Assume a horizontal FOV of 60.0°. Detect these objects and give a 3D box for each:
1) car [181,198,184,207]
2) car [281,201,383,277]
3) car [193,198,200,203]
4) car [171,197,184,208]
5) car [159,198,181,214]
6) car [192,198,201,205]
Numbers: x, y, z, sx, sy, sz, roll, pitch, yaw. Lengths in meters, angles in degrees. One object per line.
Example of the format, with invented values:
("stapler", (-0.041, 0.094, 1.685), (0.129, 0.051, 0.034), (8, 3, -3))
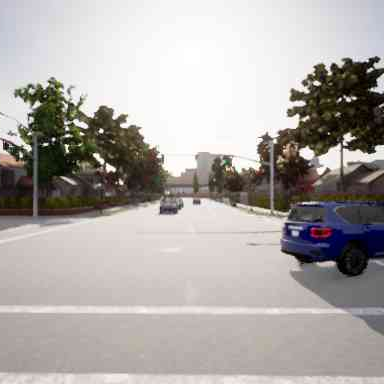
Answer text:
("car", (-2.715, 1.987, 50.530), (1.994, 1.385, 4.181), (0, 0, 1))
("car", (5.521, 1.310, 10.626), (5.566, 2.045, 2.150), (0, -2, -21))
("car", (1.154, 2.278, 87.741), (1.994, 1.385, 4.181), (0, 0, 0))
("car", (-2.564, 1.860, 60.609), (2.097, 1.767, 4.553), (0, 0, 0))
("car", (-2.819, 1.692, 40.562), (2.097, 1.767, 4.553), (0, 0, 0))
("car", (1.073, 2.127, 77.612), (1.882, 1.535, 5.008), (0, 0, 0))
